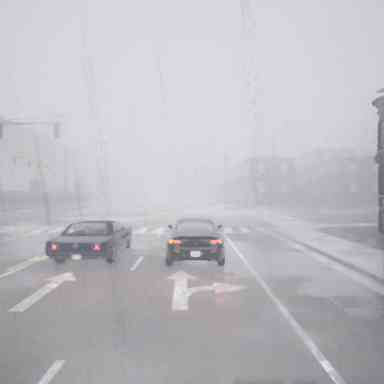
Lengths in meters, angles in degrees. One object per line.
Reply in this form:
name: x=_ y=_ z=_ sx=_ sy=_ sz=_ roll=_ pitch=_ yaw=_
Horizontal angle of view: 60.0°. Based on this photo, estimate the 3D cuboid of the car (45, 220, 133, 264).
car: x=-3.399 y=1.643 z=12.005 sx=1.895 sy=1.301 sz=4.718 roll=0 pitch=0 yaw=0

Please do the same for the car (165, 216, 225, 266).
car: x=0.100 y=1.567 z=11.572 sx=1.812 sy=1.442 sz=4.674 roll=0 pitch=0 yaw=0
